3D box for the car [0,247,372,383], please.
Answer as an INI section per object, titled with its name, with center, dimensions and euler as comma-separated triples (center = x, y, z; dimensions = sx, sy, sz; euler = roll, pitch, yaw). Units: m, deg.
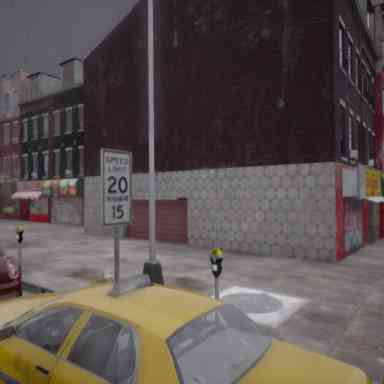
[car]
center = -0.813, 1.525, 3.401
dimensions = 4.829, 1.417, 1.752
euler = 0, -1, 36
